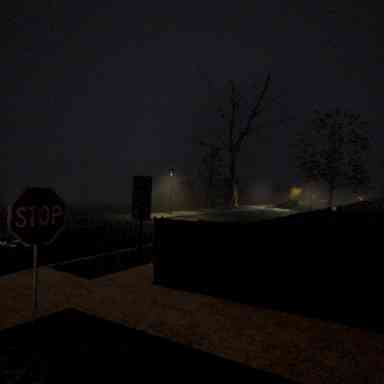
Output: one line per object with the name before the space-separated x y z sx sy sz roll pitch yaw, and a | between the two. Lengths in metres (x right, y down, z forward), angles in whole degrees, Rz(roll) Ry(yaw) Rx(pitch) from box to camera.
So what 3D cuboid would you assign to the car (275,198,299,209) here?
car | 13.435 1.588 46.638 2.033 1.411 5.357 4 2 33
